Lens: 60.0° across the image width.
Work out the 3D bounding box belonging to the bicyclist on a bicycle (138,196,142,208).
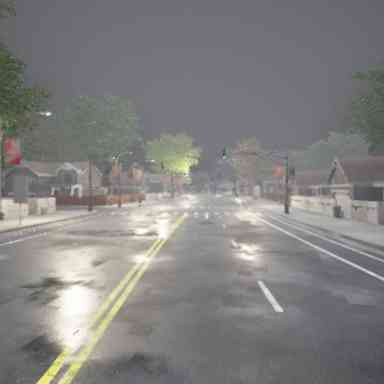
[{"bbox_3d":[-6.824,1.361,43.720,0.582,1.620,1.656,0,1,5],"label":"bicyclist on a bicycle"}]
